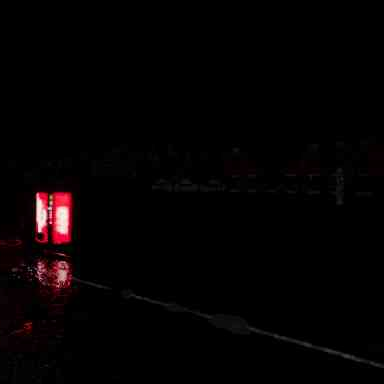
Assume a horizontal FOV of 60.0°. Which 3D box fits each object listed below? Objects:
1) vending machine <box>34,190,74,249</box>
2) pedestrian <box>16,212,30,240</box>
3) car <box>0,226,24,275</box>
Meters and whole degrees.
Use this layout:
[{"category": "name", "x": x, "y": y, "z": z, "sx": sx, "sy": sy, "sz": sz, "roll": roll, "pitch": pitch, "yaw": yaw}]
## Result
[{"category": "vending machine", "x": -5.258, "y": 0.986, "z": 12.675, "sx": 0.880, "sy": 2.100, "sz": 1.100, "roll": 1, "pitch": 1, "yaw": 36}, {"category": "pedestrian", "x": -6.469, "y": 1.294, "z": 12.806, "sx": 0.500, "sy": 1.100, "sz": 0.500, "roll": 1, "pitch": 1, "yaw": 36}, {"category": "car", "x": -6.317, "y": 1.297, "z": 8.548, "sx": 5.008, "sy": 1.535, "sz": 1.882, "roll": 1, "pitch": 1, "yaw": 36}]
